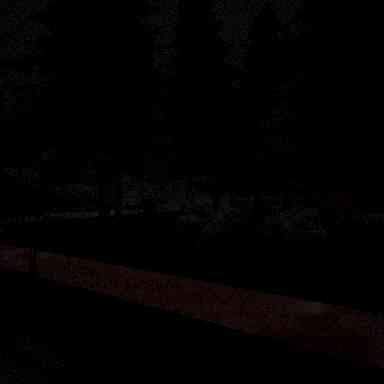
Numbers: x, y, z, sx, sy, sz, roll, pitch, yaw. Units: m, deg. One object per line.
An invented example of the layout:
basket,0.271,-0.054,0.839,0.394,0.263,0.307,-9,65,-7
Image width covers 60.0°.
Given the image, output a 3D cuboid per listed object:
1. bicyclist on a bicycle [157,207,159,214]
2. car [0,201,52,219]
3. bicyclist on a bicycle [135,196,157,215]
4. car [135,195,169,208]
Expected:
bicyclist on a bicycle,-3.563,1.143,28.944,1.656,1.620,0.582,0,0,22
car,-14.303,1.438,27.552,1.895,1.301,4.718,0,0,35
bicyclist on a bicycle,-4.125,1.142,28.461,1.656,1.620,0.582,0,0,15
car,-4.815,1.169,40.797,2.128,1.511,4.902,0,0,35
